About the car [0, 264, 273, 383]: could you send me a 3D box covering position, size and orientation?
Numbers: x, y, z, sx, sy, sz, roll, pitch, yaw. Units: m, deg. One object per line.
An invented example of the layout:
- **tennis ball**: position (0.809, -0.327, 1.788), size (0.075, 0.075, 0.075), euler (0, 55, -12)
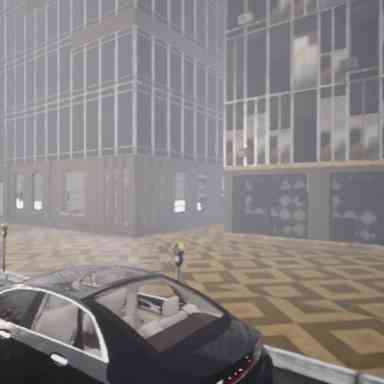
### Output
- **car**: position (-1.310, 1.542, 3.810), size (4.403, 1.369, 2.008), euler (0, 0, 36)
